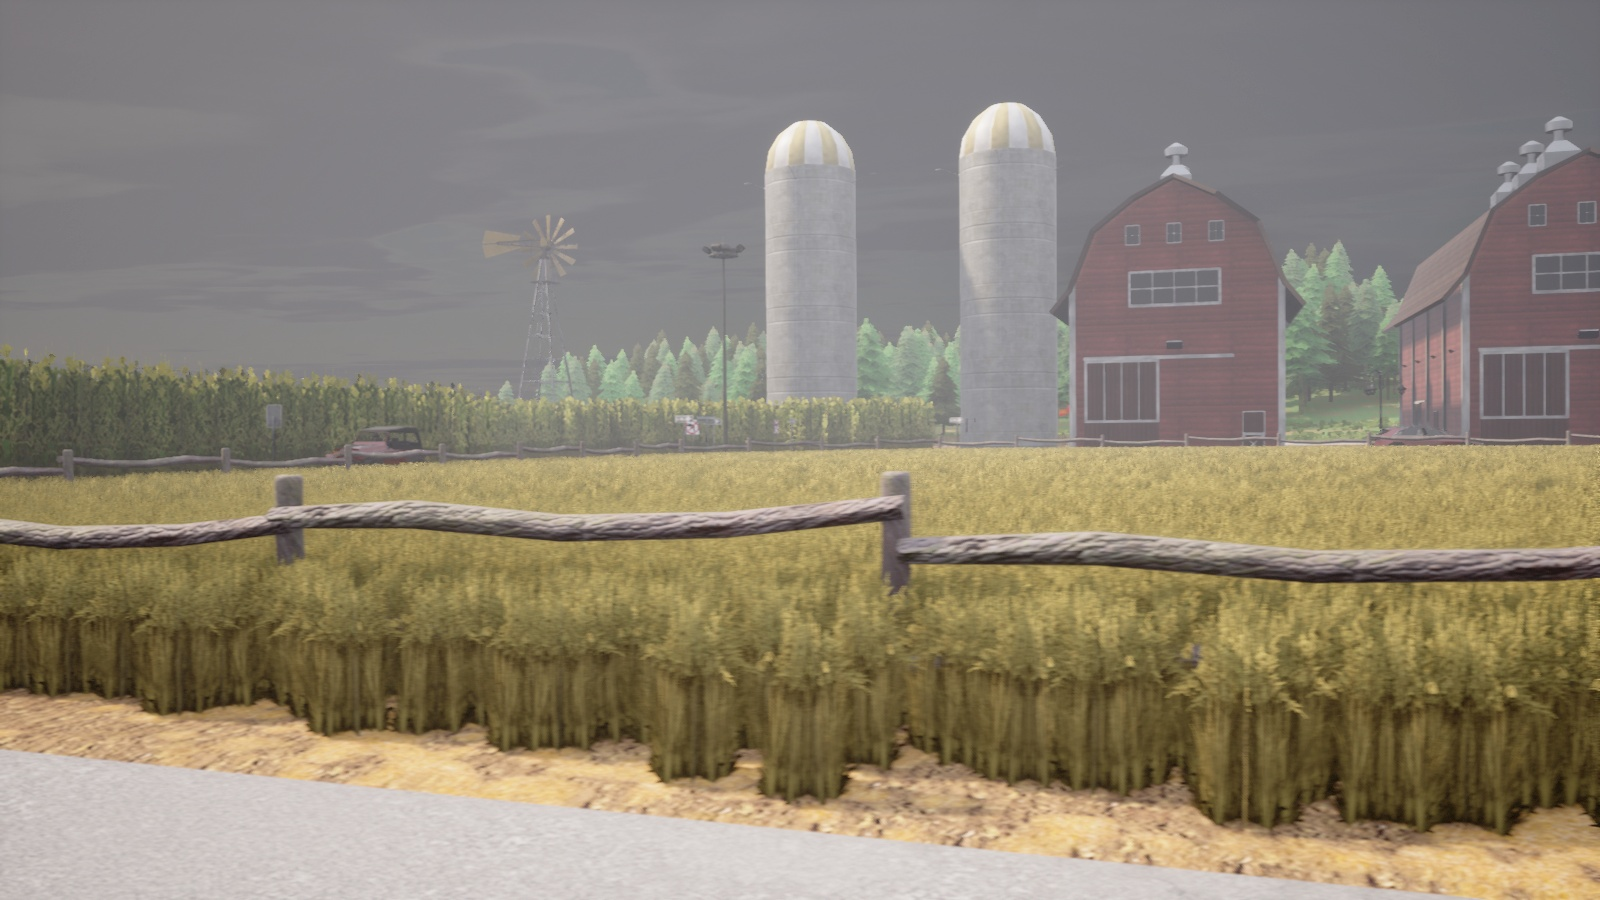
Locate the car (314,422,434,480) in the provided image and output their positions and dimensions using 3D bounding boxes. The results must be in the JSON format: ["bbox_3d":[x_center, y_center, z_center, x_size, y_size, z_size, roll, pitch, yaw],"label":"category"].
[{"bbox_3d":[-14.453,0.019,42.843,1.905,1.878,3.866,0,1,19],"label":"car"}]

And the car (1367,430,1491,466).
[{"bbox_3d":[29.052,-0.106,58.161,4.856,1.649,2.033,0,1,15],"label":"car"}]
